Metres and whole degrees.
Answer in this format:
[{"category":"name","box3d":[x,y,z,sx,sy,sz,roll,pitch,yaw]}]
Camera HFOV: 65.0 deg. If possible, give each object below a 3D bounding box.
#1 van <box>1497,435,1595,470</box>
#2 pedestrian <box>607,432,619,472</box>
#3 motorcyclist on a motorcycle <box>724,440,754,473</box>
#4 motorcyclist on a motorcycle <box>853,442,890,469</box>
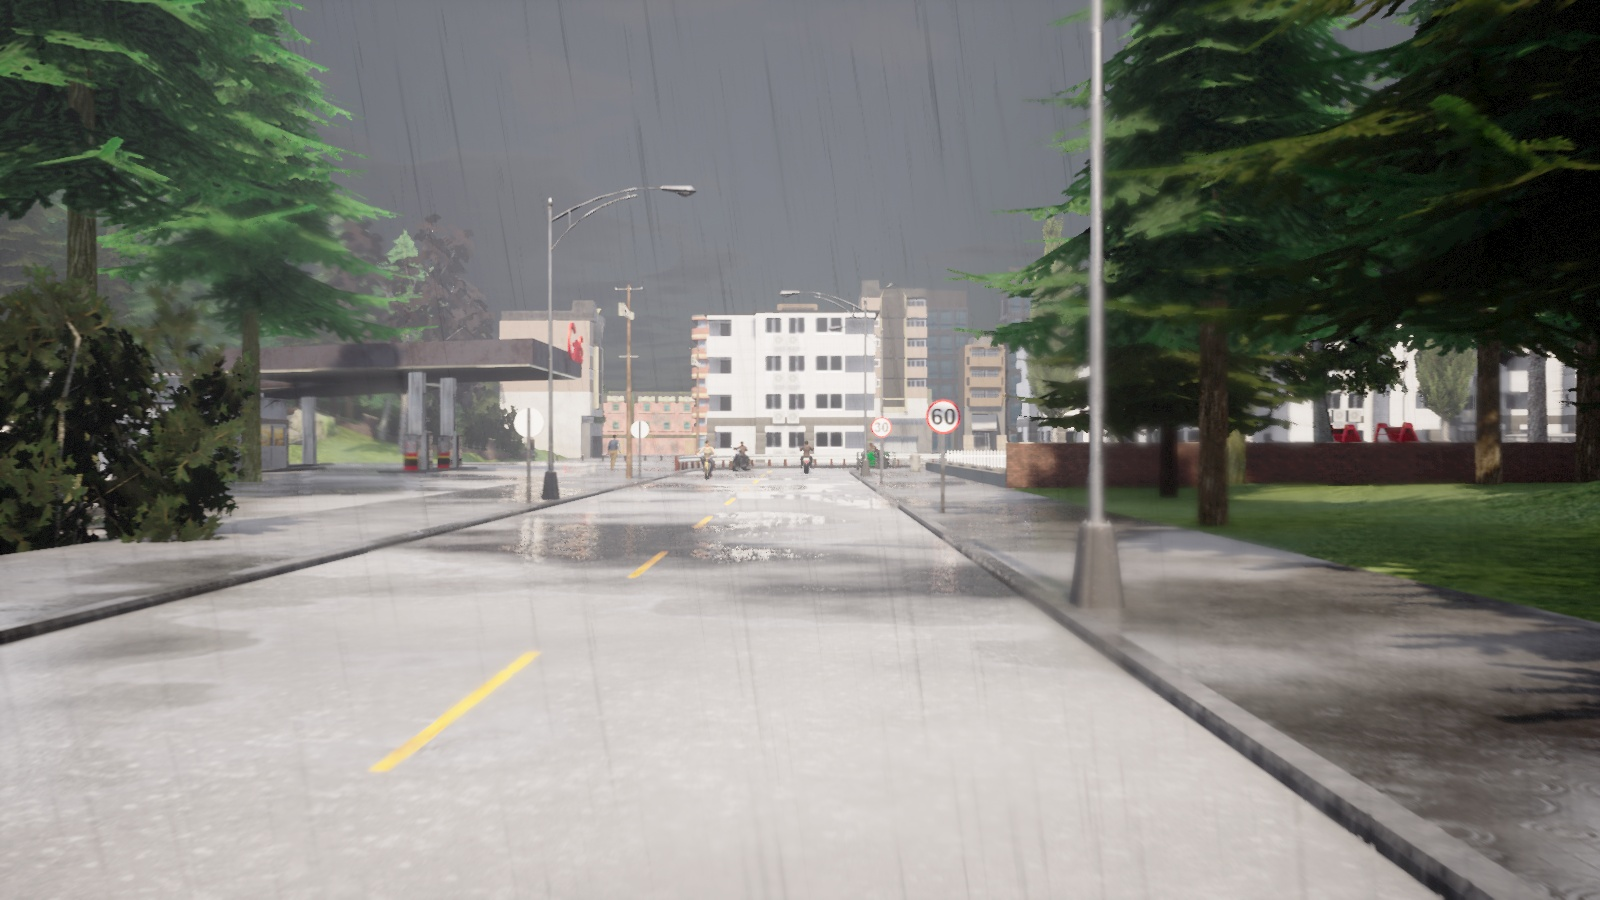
[{"category":"van","box3d":[41.914,0.135,70.646,4.442,1.987,1.775,0,0,0]},{"category":"pedestrian","box3d":[-9.161,0.102,61.496,0.423,1.949,0.788,0,0,4]},{"category":"motorcyclist on a motorcycle","box3d":[-3.159,0.326,65.618,0.766,1.649,2.350,1,1,17]},{"category":"motorcyclist on a motorcycle","box3d":[4.199,0.317,73.958,2.044,1.523,0.797,0,2,-17]}]
